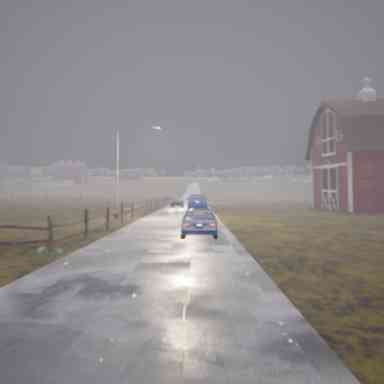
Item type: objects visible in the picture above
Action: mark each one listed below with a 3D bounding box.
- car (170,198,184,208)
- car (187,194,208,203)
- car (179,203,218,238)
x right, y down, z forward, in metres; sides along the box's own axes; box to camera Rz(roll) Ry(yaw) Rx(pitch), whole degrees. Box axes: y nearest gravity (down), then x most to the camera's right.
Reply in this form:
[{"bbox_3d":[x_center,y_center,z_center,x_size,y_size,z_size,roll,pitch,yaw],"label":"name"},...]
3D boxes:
[{"bbox_3d":[-2.150,1.582,48.760,1.895,1.301,4.718,0,0,1],"label":"car"},{"bbox_3d":[0.602,1.213,37.348,2.150,2.045,5.566,0,0,1],"label":"car"},{"bbox_3d":[0.374,1.546,17.612,2.033,1.411,5.357,0,0,1],"label":"car"}]
